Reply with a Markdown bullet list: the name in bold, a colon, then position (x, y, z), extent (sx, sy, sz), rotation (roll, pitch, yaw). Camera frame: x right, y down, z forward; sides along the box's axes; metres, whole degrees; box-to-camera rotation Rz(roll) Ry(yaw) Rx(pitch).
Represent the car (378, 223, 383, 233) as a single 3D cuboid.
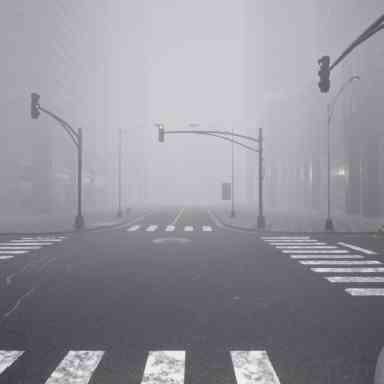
- **car**: position (11.754, 1.564, 16.231), extent (4.829, 1.417, 1.752), rotation (0, -1, 0)
